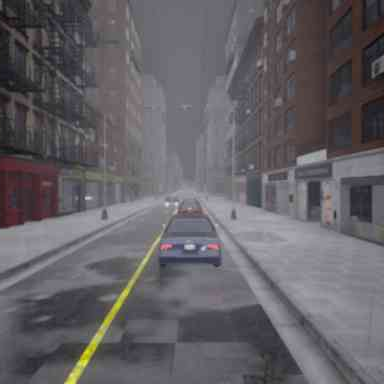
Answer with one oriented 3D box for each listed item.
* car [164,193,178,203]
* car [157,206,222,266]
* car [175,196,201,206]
[{"bbox_3d":[-3.214,0.935,53.530,1.812,1.442,4.674,0,1,0],"label":"car"},{"bbox_3d":[-0.056,1.424,11.009,2.033,1.411,5.357,0,1,0],"label":"car"},{"bbox_3d":[-0.158,1.253,28.111,1.994,1.385,4.181,0,1,0],"label":"car"}]
